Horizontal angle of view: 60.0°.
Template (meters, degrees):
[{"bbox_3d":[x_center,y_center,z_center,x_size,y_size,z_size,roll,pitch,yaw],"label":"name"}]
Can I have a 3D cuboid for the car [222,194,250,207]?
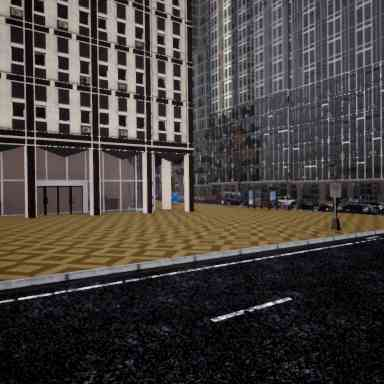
[{"bbox_3d":[6.573,1.319,46.041,1.947,1.339,4.313,0,1,-34],"label":"car"}]

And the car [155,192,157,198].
[{"bbox_3d":[-8.816,0.685,83.681,1.967,1.590,4.097,0,1,-34],"label":"car"}]

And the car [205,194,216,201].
[{"bbox_3d":[3.964,1.043,64.880,1.802,1.307,4.206,0,1,-34],"label":"car"}]

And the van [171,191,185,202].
[{"bbox_3d":[-2.967,0.936,60.168,1.690,1.788,3.998,0,1,-34],"label":"van"}]

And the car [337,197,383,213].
[{"bbox_3d":[17.303,1.340,34.940,2.128,1.511,4.902,-1,1,-34],"label":"car"}]

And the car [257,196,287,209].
[{"bbox_3d":[9.719,1.387,41.308,1.802,1.307,4.206,0,1,-34],"label":"car"}]

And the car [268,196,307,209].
[{"bbox_3d":[12.116,1.290,42.576,1.812,1.442,4.674,-1,1,-34],"label":"car"}]

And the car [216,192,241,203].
[{"bbox_3d":[6.300,1.175,51.140,1.837,1.490,4.892,-1,1,-34],"label":"car"}]

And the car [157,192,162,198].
[{"bbox_3d":[-5.621,0.614,78.979,2.192,1.841,5.009,0,1,-34],"label":"car"}]

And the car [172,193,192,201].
[{"bbox_3d":[-2.223,0.939,69.363,1.837,1.490,4.892,-1,1,-34],"label":"car"}]

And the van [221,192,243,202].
[{"bbox_3d":[7.159,0.854,60.176,1.690,1.788,3.998,0,1,-34],"label":"van"}]

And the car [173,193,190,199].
[{"bbox_3d":[-2.426,0.935,74.282,1.802,1.307,4.206,0,1,-34],"label":"car"}]

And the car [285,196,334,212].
[{"bbox_3d":[12.900,1.423,36.595,1.947,1.339,4.313,0,1,-34],"label":"car"}]
